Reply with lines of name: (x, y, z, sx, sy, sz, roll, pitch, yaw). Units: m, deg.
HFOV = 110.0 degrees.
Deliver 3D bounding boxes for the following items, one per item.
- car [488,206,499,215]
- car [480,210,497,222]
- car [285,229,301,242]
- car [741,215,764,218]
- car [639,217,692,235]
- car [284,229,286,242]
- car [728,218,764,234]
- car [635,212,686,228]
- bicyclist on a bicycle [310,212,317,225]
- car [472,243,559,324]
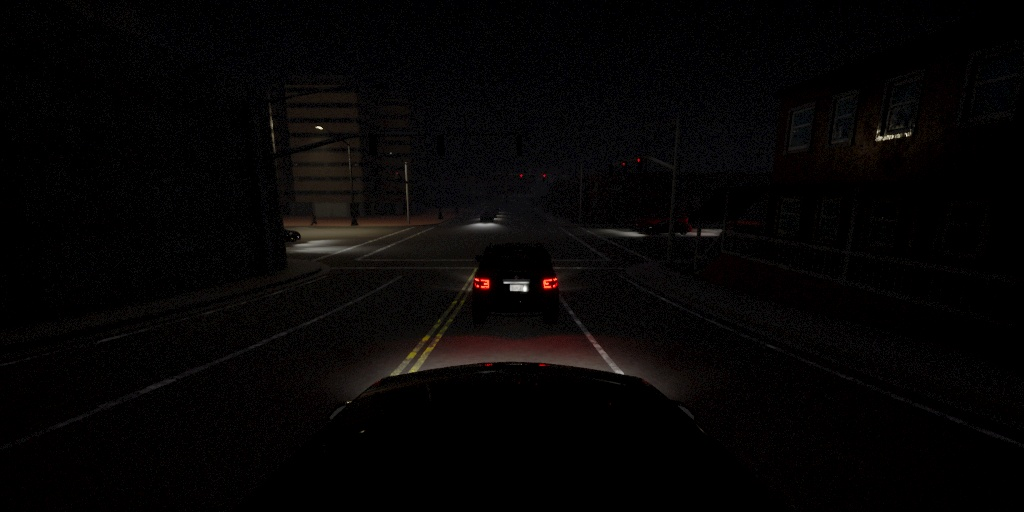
car: (-3.751, -7.434, 62.873, 1.812, 1.442, 4.674, 0, 10, 0)
car: (-3.750, -5.868, 54.126, 1.895, 1.301, 4.718, 0, 10, 0)
car: (-20.118, -1.800, 29.625, 4.892, 1.490, 1.837, 0, 10, 0)
car: (26.415, -3.722, 40.147, 4.553, 1.767, 2.097, 0, 10, 0)
car: (15.945, -2.969, 36.727, 4.674, 1.442, 1.812, 0, 10, 0)
car: (-19.923, -1.226, 26.181, 4.902, 1.511, 2.128, 0, 10, 0)
car: (25.075, -2.892, 36.740, 4.718, 1.301, 1.895, 0, 10, 0)
car: (16.751, -3.857, 40.131, 5.566, 2.045, 2.150, 0, 10, 0)
bicyclist on a bicycle: (-25.397, -4.774, 45.849, 0.582, 1.620, 1.656, 0, 10, 0)
car: (0.059, 0.604, 10.745, 2.150, 2.045, 5.566, 0, 4, -1)
